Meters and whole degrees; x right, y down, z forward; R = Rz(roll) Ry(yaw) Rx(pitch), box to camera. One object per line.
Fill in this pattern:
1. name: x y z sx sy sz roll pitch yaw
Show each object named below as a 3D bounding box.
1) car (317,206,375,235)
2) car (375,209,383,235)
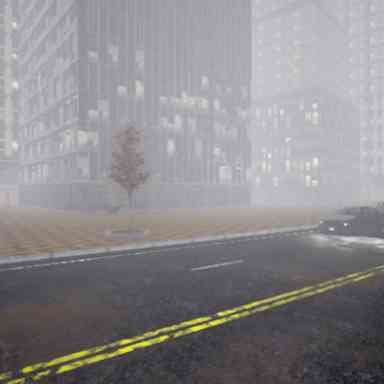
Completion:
1. car: 9.372 1.541 19.021 5.357 1.411 2.033 0 0 -38
2. car: 11.134 1.496 16.294 4.892 1.490 1.837 0 0 -39
